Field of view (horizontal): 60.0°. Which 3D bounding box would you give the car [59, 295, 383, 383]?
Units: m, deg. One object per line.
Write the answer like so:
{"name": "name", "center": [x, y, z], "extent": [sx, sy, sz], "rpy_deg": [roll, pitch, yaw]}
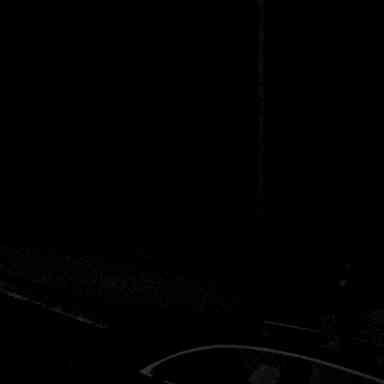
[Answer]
{"name": "car", "center": [0.763, 1.551, 2.533], "extent": [4.403, 1.369, 2.008], "rpy_deg": [0, 0, 36]}
